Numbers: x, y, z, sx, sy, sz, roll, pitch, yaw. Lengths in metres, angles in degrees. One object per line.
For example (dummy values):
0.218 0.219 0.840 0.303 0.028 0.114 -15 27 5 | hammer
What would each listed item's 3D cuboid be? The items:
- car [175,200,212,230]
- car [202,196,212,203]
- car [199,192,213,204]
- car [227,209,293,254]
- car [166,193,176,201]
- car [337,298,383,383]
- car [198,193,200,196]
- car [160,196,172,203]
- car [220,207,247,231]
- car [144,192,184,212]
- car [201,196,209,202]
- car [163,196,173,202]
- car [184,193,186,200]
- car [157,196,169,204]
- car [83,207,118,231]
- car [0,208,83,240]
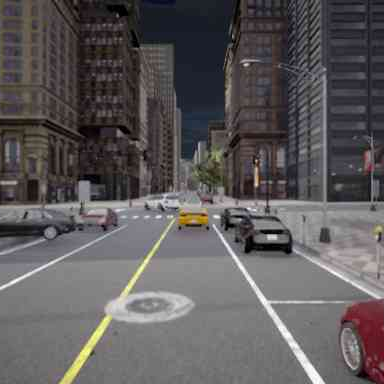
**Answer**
0.103 1.526 21.770 1.882 1.535 5.008 0 0 0 | car
3.068 1.567 69.763 1.887 1.381 4.507 0 0 0 | car
3.033 1.347 64.223 2.192 1.841 5.009 0 0 0 | car
2.767 1.602 13.537 1.947 1.339 4.313 0 0 0 | car
-5.346 1.296 86.437 2.192 1.841 5.009 1 0 0 | car
2.766 1.591 2.735 1.802 1.307 4.206 0 0 0 | car
3.178 1.505 86.556 1.752 1.417 4.829 1 0 0 | car
-5.458 1.573 69.816 2.008 1.369 4.403 0 0 0 | car
2.769 1.613 20.903 1.947 1.339 4.313 0 0 0 | car
-3.729 1.304 40.179 2.150 2.045 5.566 1 -1 -36 | car
3.140 1.564 80.844 1.947 1.339 4.313 1 0 0 | car
-5.422 1.557 75.357 1.887 1.381 4.507 0 0 0 | car
-2.626 1.549 81.343 1.994 1.385 4.181 0 0 0 | car
-5.494 1.577 64.277 1.887 1.381 4.507 0 0 0 | car
-5.757 1.629 20.909 1.802 1.307 4.206 0 0 0 | car
-7.495 1.427 14.985 4.403 1.369 2.008 -1 0 -9 | car
